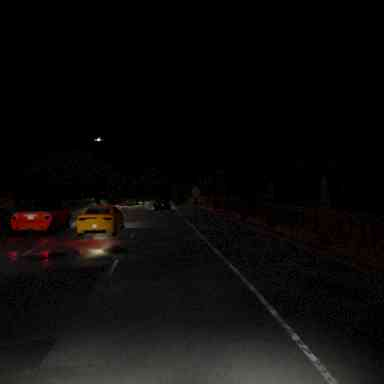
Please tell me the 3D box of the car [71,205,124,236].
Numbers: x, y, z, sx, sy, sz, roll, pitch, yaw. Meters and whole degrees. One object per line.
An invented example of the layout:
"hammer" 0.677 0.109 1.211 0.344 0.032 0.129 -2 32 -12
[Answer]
"car" -4.862 1.452 18.209 1.882 1.535 5.008 0 0 -6

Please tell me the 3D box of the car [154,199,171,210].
"car" -3.689 1.495 41.276 1.994 1.385 4.181 0 0 -6

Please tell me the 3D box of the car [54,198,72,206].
"car" -23.363 1.836 60.443 1.837 1.490 4.892 0 -3 -5

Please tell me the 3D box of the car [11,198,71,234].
"car" -8.481 1.336 19.164 2.097 1.767 4.553 0 0 -6

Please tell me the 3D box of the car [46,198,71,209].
"car" -18.441 1.567 46.115 1.895 1.301 4.718 0 0 -6
